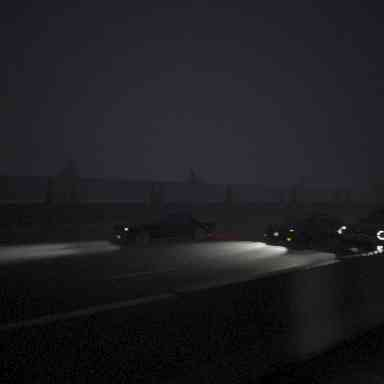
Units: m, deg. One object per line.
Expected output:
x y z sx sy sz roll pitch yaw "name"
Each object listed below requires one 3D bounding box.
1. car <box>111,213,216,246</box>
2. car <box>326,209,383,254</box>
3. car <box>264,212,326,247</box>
-1.277 1.649 15.567 4.718 1.301 1.895 1 0 -32 "car"
7.646 1.441 12.648 4.553 1.767 2.097 0 0 -28 "car"
5.405 1.653 15.392 4.181 1.385 1.994 0 0 -29 "car"
